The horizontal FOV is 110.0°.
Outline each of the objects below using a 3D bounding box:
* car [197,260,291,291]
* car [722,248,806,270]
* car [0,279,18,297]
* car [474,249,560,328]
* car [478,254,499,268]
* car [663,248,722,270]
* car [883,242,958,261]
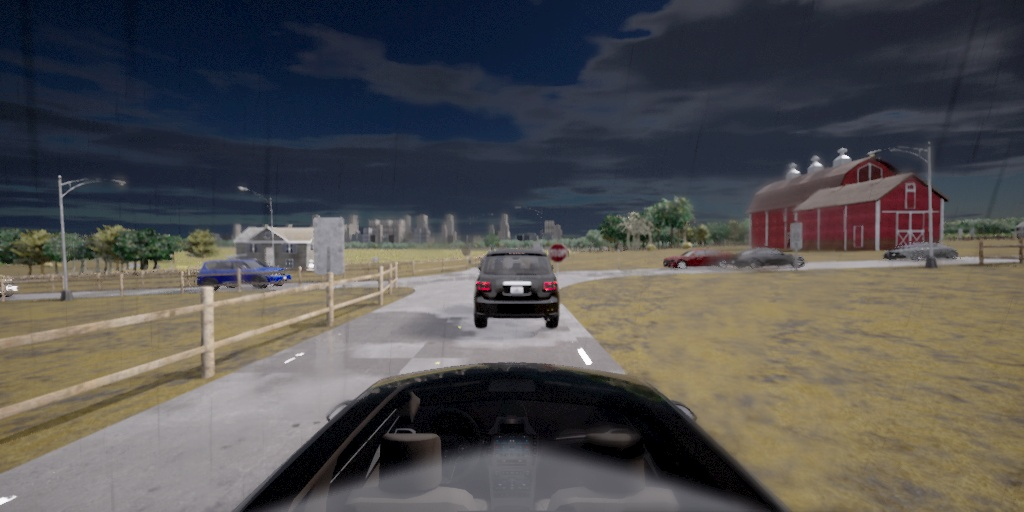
[{"bbox_3d":[-18.588,1.265,24.957,5.566,2.045,2.150,-2,1,0],"label":"car"},{"bbox_3d":[17.685,0.170,24.954,4.674,1.442,1.812,-2,1,0],"label":"car"},{"bbox_3d":[-38.321,2.066,24.990,5.566,2.045,2.150,-2,1,0],"label":"car"},{"bbox_3d":[0.121,0.824,10.883,2.150,2.045,5.566,0,1,0],"label":"car"},{"bbox_3d":[-2.767,0.574,43.507,2.128,1.511,4.902,0,1,0],"label":"car"},{"bbox_3d":[14.384,0.198,27.874,5.008,1.535,1.882,-3,1,0],"label":"car"},{"bbox_3d":[31.634,-0.348,27.851,4.181,1.385,1.994,-2,1,0],"label":"car"}]
